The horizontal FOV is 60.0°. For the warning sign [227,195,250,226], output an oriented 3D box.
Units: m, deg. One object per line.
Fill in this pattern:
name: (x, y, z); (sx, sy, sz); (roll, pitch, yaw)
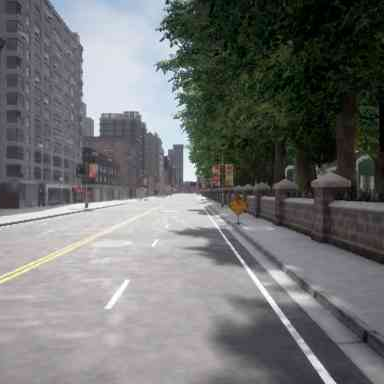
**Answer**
warning sign: (2.848, 1.113, 20.486); (1.300, 1.860, 1.060); (0, 0, 0)
